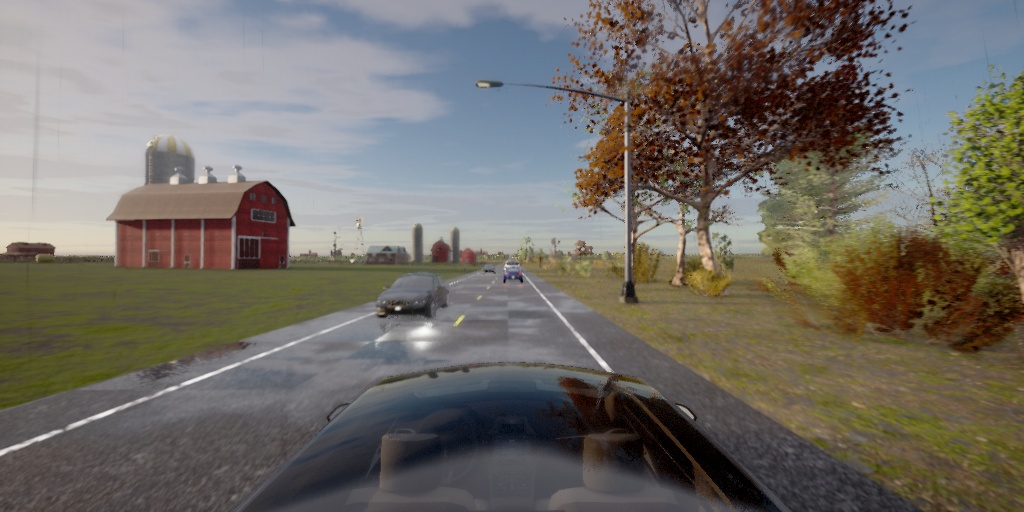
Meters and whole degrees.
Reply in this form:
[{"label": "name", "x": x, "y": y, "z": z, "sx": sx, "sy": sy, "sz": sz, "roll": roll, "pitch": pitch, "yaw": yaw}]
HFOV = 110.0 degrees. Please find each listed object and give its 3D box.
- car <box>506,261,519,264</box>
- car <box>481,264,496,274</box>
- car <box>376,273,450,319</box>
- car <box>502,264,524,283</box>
[{"label": "car", "x": 0.083, "y": 1.616, "z": 46.813, "sx": 2.150, "sy": 2.045, "sz": 5.566, "roll": 0, "pitch": -1, "yaw": 1}, {"label": "car", "x": -3.580, "y": 2.019, "z": 55.317, "sx": 1.837, "sy": 1.490, "sz": 4.892, "roll": 0, "pitch": -1, "yaw": 0}, {"label": "car", "x": -3.600, "y": 1.428, "z": 13.763, "sx": 1.837, "sy": 1.490, "sz": 4.892, "roll": 0, "pitch": -1, "yaw": 0}, {"label": "car", "x": 0.099, "y": 1.742, "z": 34.237, "sx": 1.812, "sy": 1.442, "sz": 4.674, "roll": 0, "pitch": -1, "yaw": 0}]
